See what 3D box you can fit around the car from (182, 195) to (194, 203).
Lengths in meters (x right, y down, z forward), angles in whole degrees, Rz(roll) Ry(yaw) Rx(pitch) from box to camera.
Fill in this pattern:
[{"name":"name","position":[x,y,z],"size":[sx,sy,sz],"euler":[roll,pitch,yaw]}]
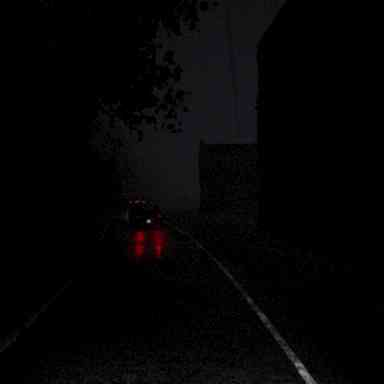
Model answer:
[{"name":"car","position":[-2.567,1.701,82.176],"size":[2.435,2.045,5.566],"euler":[4,-2,-26]}]

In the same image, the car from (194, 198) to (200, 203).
[{"name":"car","position":[-0.053,2.106,83.342],"size":[2.231,1.521,4.892],"euler":[3,-1,-26]}]

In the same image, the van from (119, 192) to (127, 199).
[{"name":"van","position":[-18.257,1.039,88.990],"size":[1.878,1.987,4.442],"euler":[4,-1,-26]}]

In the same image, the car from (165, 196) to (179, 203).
[{"name":"car","position":[-5.840,2.108,95.285],"size":[1.946,1.575,5.366],"euler":[4,-2,-26]}]

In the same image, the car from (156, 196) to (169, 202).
[{"name":"car","position":[-8.357,1.954,94.079],"size":[1.946,1.575,5.366],"euler":[4,-2,-26]}]

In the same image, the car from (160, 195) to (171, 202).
[{"name":"car","position":[-7.591,1.492,79.772],"size":[2.185,1.767,4.553],"euler":[4,-2,-26]}]

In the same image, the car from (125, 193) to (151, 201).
[{"name":"car","position":[-6.582,1.257,40.901],"size":[2.097,1.767,4.553],"euler":[0,0,-5]}]

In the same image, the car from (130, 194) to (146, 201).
[{"name":"car","position":[-12.587,1.289,77.311],"size":[2.163,1.488,4.792],"euler":[4,-2,-26]}]

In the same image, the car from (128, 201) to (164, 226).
[{"name":"car","position":[-3.156,1.488,22.353],"size":[1.895,1.301,4.718],"euler":[0,0,-14]}]

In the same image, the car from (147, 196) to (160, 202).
[{"name":"car","position":[-10.805,1.824,92.733],"size":[2.163,1.488,4.792],"euler":[4,-2,-26]}]

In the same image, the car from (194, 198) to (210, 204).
[{"name":"car","position":[2.458,2.277,84.520],"size":[2.163,1.488,4.792],"euler":[3,-1,-26]}]

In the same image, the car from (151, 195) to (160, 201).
[{"name":"car","position":[-10.107,1.468,78.564],"size":[2.163,1.488,4.792],"euler":[4,-2,-26]}]

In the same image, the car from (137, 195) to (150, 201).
[{"name":"car","position":[-13.415,1.654,91.453],"size":[2.002,1.452,4.674],"euler":[4,-2,-26]}]

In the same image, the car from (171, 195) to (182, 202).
[{"name":"car","position":[-5.081,1.789,80.934],"size":[2.097,1.535,5.008],"euler":[4,-2,-26]}]

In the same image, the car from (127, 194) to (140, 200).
[{"name":"car","position":[-15.922,1.475,90.252],"size":[2.002,1.452,4.674],"euler":[4,-2,-26]}]
